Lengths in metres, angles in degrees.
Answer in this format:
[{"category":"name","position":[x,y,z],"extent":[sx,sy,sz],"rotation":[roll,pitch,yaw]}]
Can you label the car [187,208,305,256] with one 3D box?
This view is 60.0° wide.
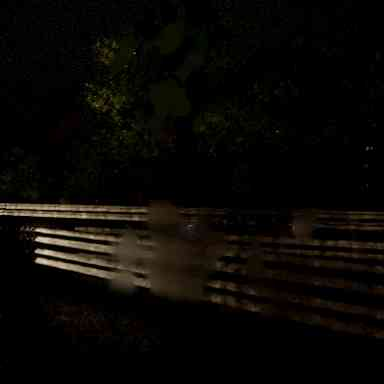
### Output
[{"category":"car","position":[1.953,1.389,12.729],"extent":[4.553,1.767,2.097],"rotation":[0,0,23]}]
